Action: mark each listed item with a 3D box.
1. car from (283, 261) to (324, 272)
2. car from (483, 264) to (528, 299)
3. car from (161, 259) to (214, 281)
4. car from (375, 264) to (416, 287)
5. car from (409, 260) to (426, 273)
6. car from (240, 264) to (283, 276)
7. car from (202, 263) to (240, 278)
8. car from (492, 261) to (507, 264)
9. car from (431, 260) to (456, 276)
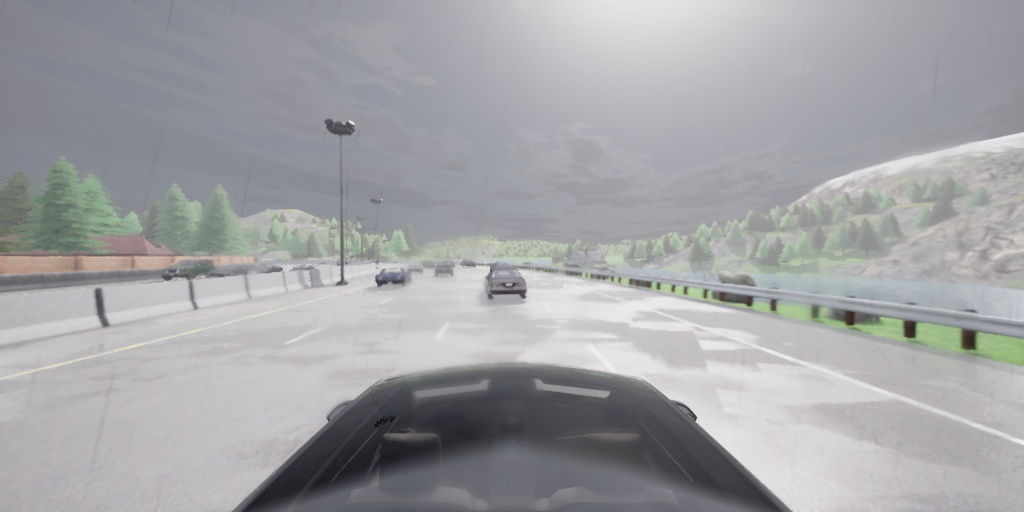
[{"bbox_3d":[-21.641,1.577,37.407,1.994,1.385,4.181,-1,0,-13],"label":"car"},{"bbox_3d":[-0.413,1.301,18.131,2.033,1.411,5.357,-1,0,-6],"label":"car"},{"bbox_3d":[-32.003,1.361,35.781,2.150,2.045,5.566,-1,0,-13],"label":"car"},{"bbox_3d":[-8.235,1.450,25.373,1.895,1.301,4.718,-1,0,-9],"label":"car"},{"bbox_3d":[-12.534,1.501,46.348,1.895,1.301,4.718,-1,0,-16],"label":"car"},{"bbox_3d":[-25.034,1.544,36.546,2.128,1.511,4.902,-1,0,-13],"label":"car"},{"bbox_3d":[-28.586,1.645,36.624,2.033,1.411,5.357,-1,0,-12],"label":"car"},{"bbox_3d":[-1.471,1.328,44.159,1.994,1.385,4.181,-1,0,-15],"label":"car"},{"bbox_3d":[-7.291,1.328,38.466,2.128,1.511,4.902,-1,0,-12],"label":"car"}]
